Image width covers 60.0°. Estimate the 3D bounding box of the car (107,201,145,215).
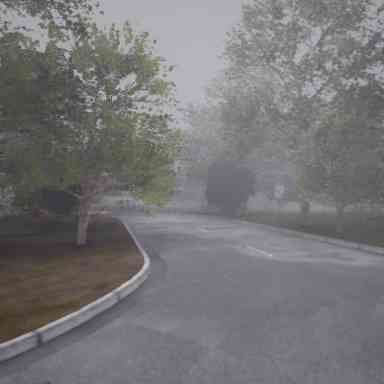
[{"bbox_3d":[-7.156,1.678,36.132,4.674,1.442,1.812,0,-2,31],"label":"car"}]
